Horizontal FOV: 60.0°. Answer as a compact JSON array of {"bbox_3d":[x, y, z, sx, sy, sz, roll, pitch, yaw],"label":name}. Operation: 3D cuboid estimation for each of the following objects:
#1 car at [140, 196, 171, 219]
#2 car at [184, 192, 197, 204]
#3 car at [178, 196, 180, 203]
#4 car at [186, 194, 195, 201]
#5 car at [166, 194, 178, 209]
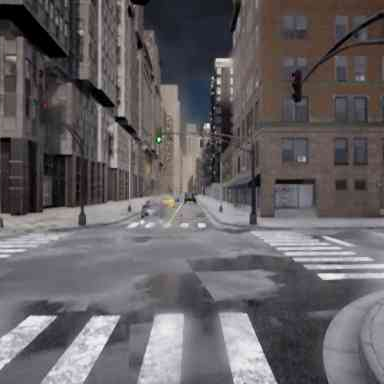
[{"bbox_3d":[-3.238,1.422,28.584,2.128,1.511,4.902,0,0,-1],"label":"car"},{"bbox_3d":[-0.308,1.051,59.453,2.150,2.045,5.566,0,0,0],"label":"car"},{"bbox_3d":[-3.337,1.295,62.514,1.882,1.535,5.008,0,0,0],"label":"car"},{"bbox_3d":[-0.362,1.145,69.847,1.812,1.442,4.674,0,0,0],"label":"car"},{"bbox_3d":[-3.315,1.362,44.183,1.882,1.535,5.008,0,0,0],"label":"car"}]
